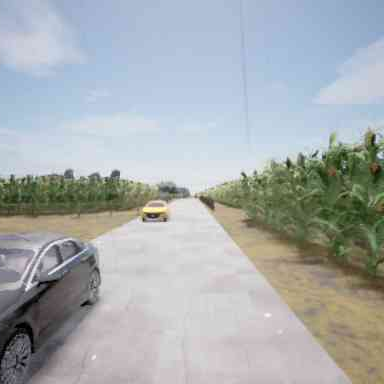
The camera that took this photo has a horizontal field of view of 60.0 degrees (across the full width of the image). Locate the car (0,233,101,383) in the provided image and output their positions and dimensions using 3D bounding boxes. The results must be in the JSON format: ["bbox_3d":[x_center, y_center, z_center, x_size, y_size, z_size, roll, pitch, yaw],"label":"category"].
[{"bbox_3d":[-2.829,1.483,5.162,2.128,1.511,4.902,0,0,0],"label":"car"}]

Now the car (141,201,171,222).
[{"bbox_3d":[-2.770,1.438,26.331,1.882,1.535,5.008,0,0,1],"label":"car"}]
